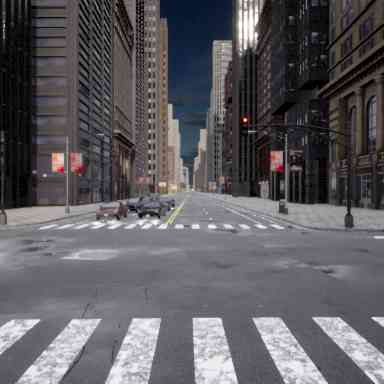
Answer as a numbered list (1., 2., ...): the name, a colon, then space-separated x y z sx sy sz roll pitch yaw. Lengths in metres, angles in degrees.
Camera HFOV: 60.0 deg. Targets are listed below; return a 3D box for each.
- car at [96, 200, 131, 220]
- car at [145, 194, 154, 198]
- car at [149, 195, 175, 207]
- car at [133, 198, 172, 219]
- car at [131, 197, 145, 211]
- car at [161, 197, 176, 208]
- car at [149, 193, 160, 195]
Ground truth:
1. car: -6.656 1.512 28.024 1.812 1.442 4.674 0 0 0
2. car: -6.698 1.474 47.372 1.837 1.490 4.892 0 0 0
3. car: -3.428 1.469 39.200 2.128 1.511 4.902 0 0 0
4. car: -3.385 1.533 29.460 2.033 1.411 5.357 0 0 4
5. car: -6.677 1.580 37.132 1.895 1.301 4.718 0 0 0
6. car: -3.457 1.514 49.751 2.033 1.411 5.357 0 0 0
7. car: -6.683 1.175 57.821 2.150 2.045 5.566 0 0 1
